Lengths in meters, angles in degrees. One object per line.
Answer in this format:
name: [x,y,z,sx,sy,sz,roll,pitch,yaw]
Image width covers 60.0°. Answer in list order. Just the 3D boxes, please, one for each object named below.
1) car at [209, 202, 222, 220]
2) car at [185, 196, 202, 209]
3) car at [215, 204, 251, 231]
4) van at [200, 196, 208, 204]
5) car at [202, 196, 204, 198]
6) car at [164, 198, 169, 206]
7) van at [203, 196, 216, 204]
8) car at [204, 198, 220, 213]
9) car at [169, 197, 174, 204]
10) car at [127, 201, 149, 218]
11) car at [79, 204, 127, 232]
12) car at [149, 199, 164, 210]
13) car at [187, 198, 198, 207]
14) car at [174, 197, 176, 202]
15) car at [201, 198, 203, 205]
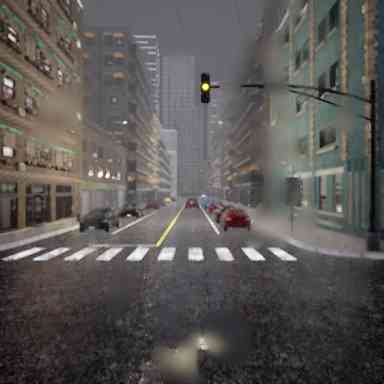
car: [2.697,1.707,26.576,1.947,1.339,4.313,0,0,0]
car: [0.025,1.628,50.480,2.097,1.767,4.553,0,0,0]
car: [2.695,1.693,21.053,1.802,1.307,4.206,0,0,0]
van: [2.721,1.769,76.288,1.690,1.788,3.998,-1,0,0]
car: [2.717,1.888,65.409,1.752,1.417,4.829,-1,0,0]
car: [-5.666,1.912,59.733,1.802,1.307,4.206,0,0,0]
van: [2.704,1.575,43.147,1.690,1.788,3.998,0,0,0]
car: [2.703,1.748,37.623,1.887,1.381,4.507,0,0,0]
car: [-5.659,1.953,76.134,1.752,1.417,4.829,0,0,0]
car: [-5.681,1.738,32.116,1.947,1.339,4.313,0,0,0]
car: [-5.687,1.678,21.069,1.947,1.339,4.313,0,0,0]
car: [-5.672,1.811,48.686,1.887,1.381,4.507,0,0,0]
car: [0.031,1.812,60.516,1.882,1.535,5.008,0,0,0]
car: [-5.649,2.095,92.873,1.947,1.339,4.313,0,0,0]
car: [2.709,1.831,48.670,1.947,1.339,4.313,0,0,0]
